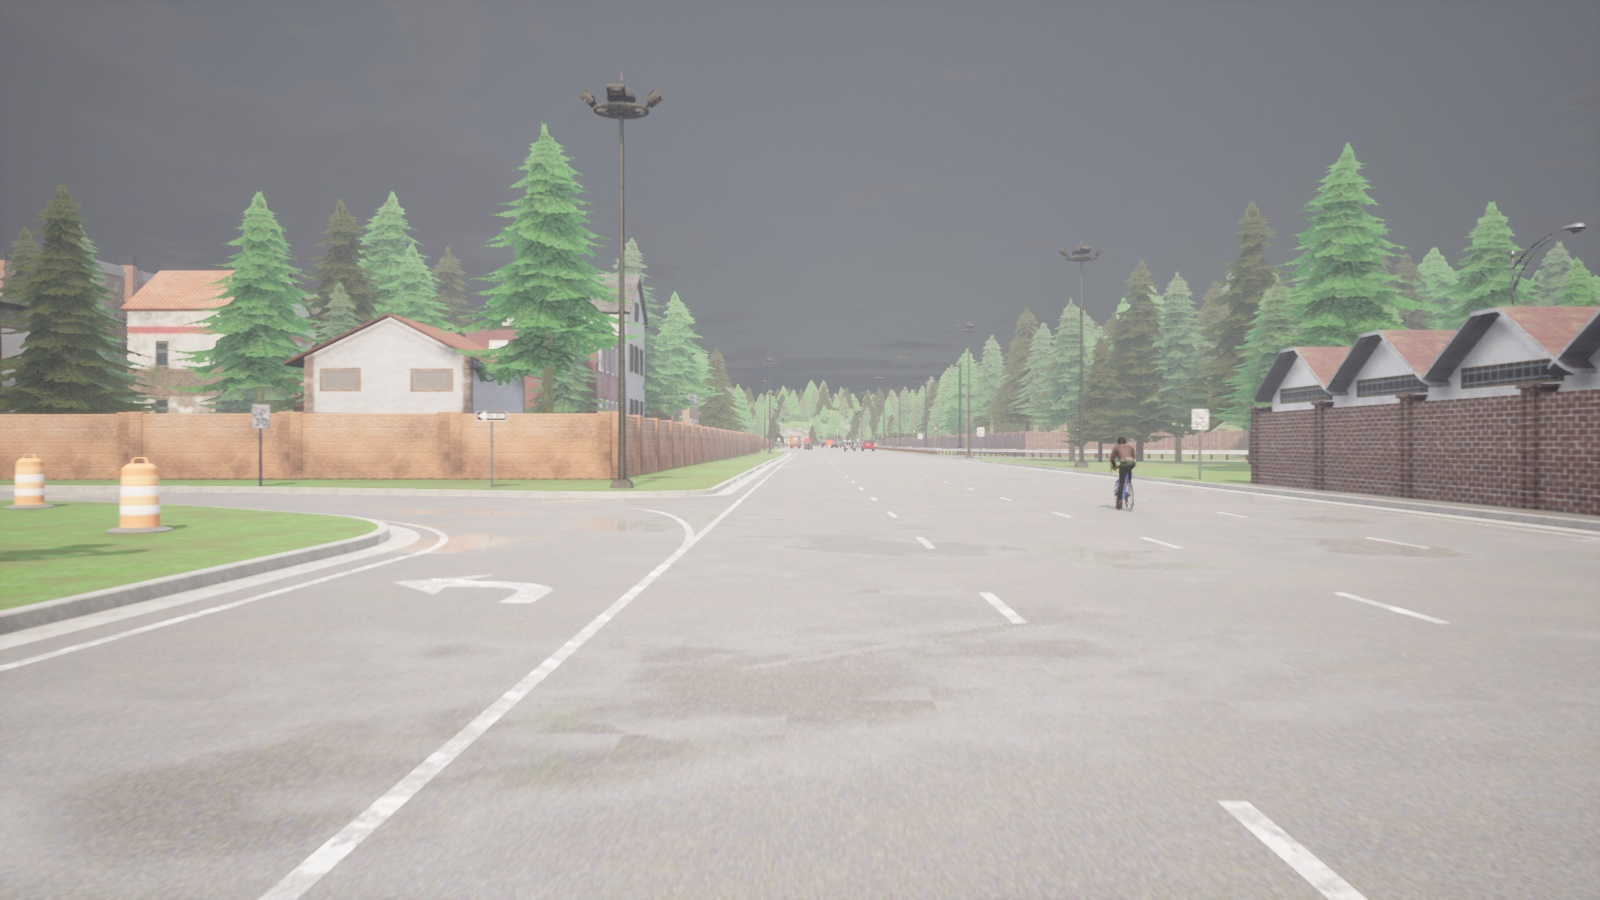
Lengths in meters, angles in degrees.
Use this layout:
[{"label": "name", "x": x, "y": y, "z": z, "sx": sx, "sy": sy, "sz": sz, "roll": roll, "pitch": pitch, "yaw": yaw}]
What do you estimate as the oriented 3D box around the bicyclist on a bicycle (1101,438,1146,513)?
[{"label": "bicyclist on a bicycle", "x": 7.174, "y": 0.548, "z": 27.928, "sx": 0.582, "sy": 1.620, "sz": 1.656, "roll": 0, "pitch": 0, "yaw": 0}]
